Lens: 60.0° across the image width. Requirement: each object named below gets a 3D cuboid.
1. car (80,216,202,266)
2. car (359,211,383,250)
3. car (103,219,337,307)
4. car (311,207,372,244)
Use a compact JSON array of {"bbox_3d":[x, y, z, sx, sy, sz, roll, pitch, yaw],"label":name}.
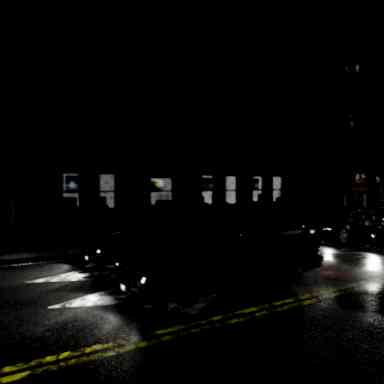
[{"bbox_3d":[-0.736,1.501,10.864,5.357,1.411,2.033,0,0,-32],"label":"car"},{"bbox_3d":[9.388,1.594,13.432,5.357,1.411,2.033,0,0,-32],"label":"car"},{"bbox_3d":[0.879,1.526,8.040,5.357,1.411,2.033,0,0,-32],"label":"car"},{"bbox_3d":[7.374,1.523,16.000,4.892,1.490,1.837,0,0,-32],"label":"car"}]
